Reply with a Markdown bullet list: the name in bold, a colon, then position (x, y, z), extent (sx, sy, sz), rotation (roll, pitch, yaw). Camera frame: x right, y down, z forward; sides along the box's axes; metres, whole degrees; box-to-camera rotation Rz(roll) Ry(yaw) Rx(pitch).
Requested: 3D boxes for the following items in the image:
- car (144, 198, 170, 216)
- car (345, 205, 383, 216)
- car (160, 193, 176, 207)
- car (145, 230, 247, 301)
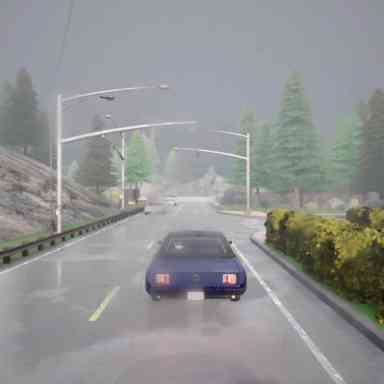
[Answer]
- **car**: position (-3.581, 1.601, 33.105), extent (1.895, 1.301, 4.718), rotation (0, 0, 0)
- **car**: position (15.491, 1.763, 27.836), extent (4.718, 1.301, 1.895), rotation (0, 0, 0)
- **car**: position (-3.577, 1.221, 50.891), extent (2.150, 2.045, 5.566), rotation (0, 0, 0)
- **car**: position (0.081, 1.601, 8.263), extent (1.895, 1.301, 4.718), rotation (0, 0, 0)
